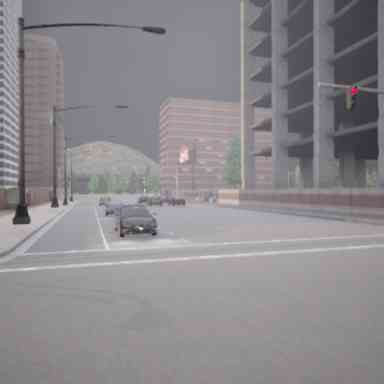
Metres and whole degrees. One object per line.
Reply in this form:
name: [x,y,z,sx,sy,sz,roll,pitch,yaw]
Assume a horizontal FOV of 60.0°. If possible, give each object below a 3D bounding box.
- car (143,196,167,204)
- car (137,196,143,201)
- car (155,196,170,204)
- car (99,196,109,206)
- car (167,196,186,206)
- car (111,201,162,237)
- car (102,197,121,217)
car: [-5.738,1.415,50.783,2.128,1.511,4.902,0,0,-17]
car: [-8.752,1.420,60.402,1.837,1.490,4.892,0,0,-17]
car: [-5.406,1.428,61.430,1.812,1.442,4.674,0,0,-17]
car: [-13.549,1.439,52.166,2.128,1.511,4.902,0,0,-17]
car: [-2.430,1.389,51.755,1.882,1.535,5.008,0,0,-17]
car: [-3.117,1.481,17.971,1.837,1.490,4.892,0,0,-17]
car: [-7.178,1.491,31.167,1.812,1.442,4.674,0,0,-17]
